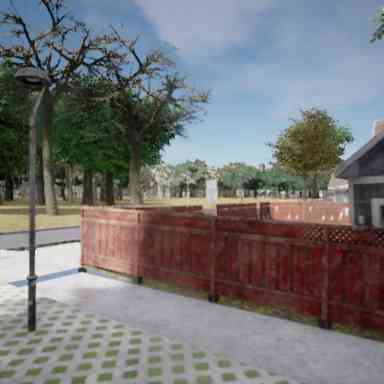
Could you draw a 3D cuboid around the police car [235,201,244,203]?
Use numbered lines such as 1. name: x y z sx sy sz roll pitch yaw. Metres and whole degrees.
1. police car: 5.856 1.914 41.122 2.038 1.542 4.974 -2 -2 34
